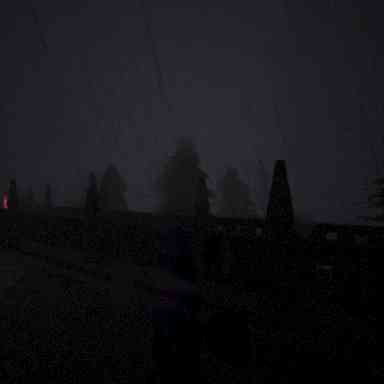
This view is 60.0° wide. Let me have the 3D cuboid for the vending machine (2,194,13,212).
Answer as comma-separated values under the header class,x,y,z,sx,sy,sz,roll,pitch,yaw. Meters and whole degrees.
class,x,y,z,sx,sy,sz,roll,pitch,yaw
vending machine,-22.085,1.269,39.816,1.100,2.100,0.880,0,0,-22
